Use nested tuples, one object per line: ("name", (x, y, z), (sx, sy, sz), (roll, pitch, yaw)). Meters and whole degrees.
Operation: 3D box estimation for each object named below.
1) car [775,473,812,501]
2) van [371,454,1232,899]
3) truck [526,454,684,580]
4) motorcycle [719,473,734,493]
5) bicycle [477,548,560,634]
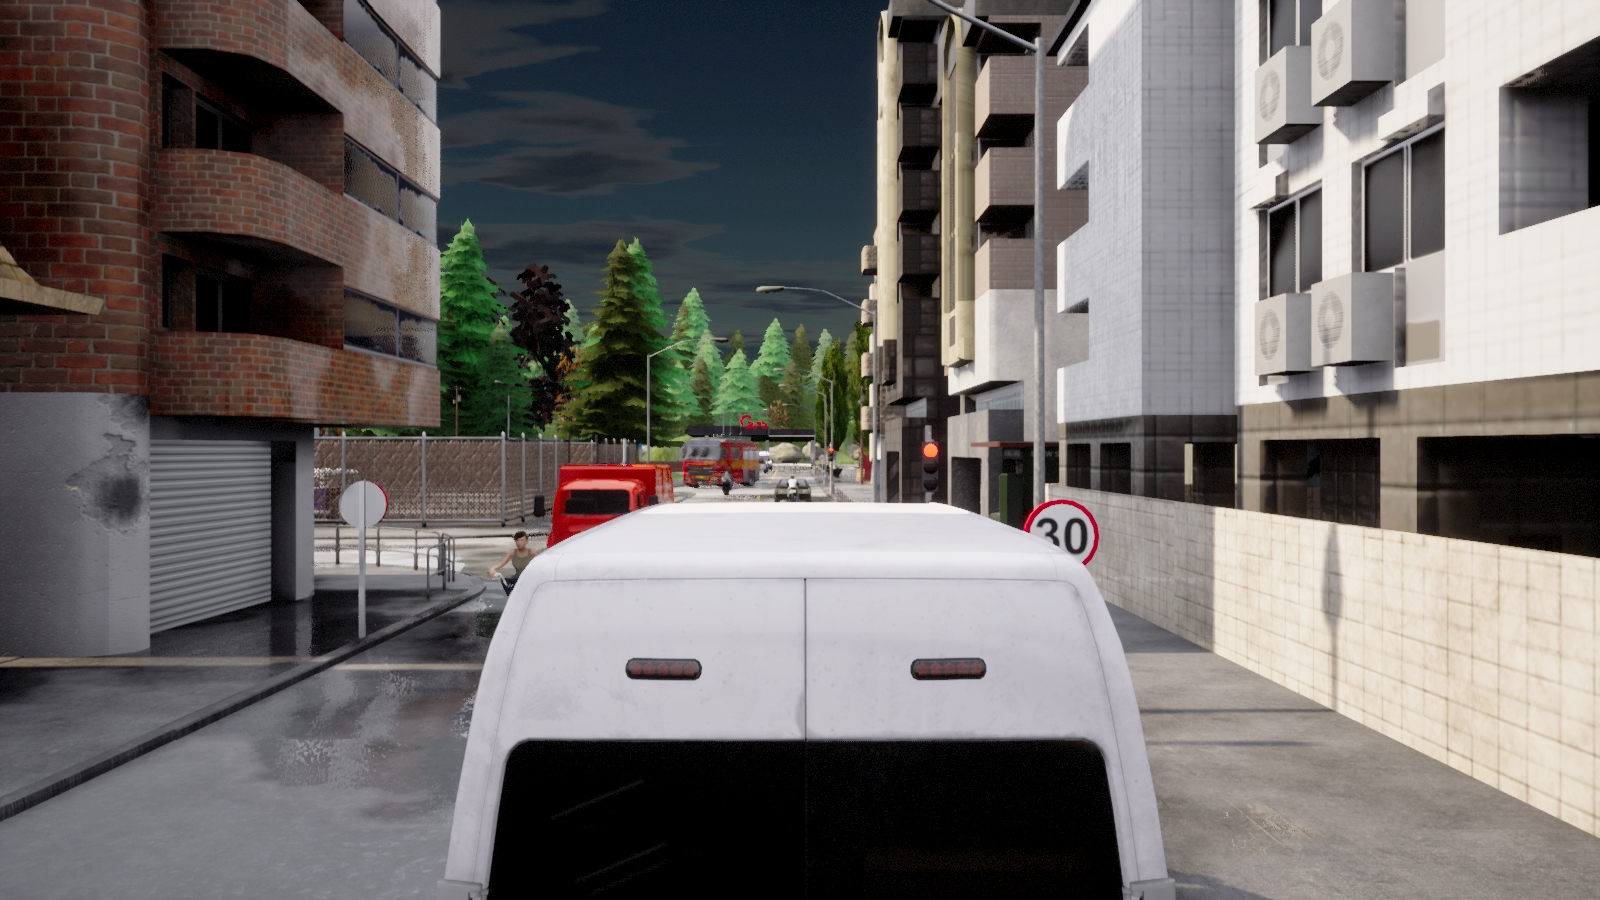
("car", (-0.339, 1.912, 60.159), (1.895, 1.301, 4.718), (0, 0, 0))
("van", (-0.009, 1.312, 5.597), (1.988, 2.561, 5.915), (0, 0, 0))
("truck", (-4.124, 1.338, 25.201), (2.627, 2.467, 5.204), (0, 0, 0))
("motorcycle", (-4.454, 1.966, 69.096), (0.803, 1.145, 2.033), (0, 0, 0))
("bicycle", (-4.086, 2.029, 16.693), (0.859, 1.080, 1.487), (0, 0, -1))
